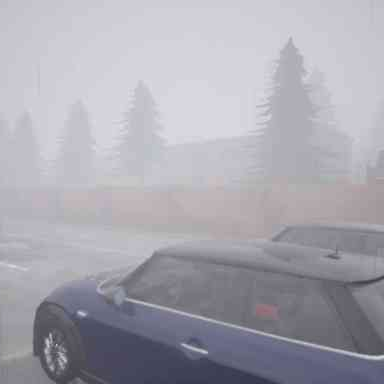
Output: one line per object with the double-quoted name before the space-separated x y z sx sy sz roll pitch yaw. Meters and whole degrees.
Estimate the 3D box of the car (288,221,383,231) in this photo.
"car" 2.343 1.348 6.579 4.553 1.767 2.097 0 0 36

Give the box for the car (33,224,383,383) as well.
"car" 0.157 1.342 3.842 4.553 1.767 2.097 0 0 36
